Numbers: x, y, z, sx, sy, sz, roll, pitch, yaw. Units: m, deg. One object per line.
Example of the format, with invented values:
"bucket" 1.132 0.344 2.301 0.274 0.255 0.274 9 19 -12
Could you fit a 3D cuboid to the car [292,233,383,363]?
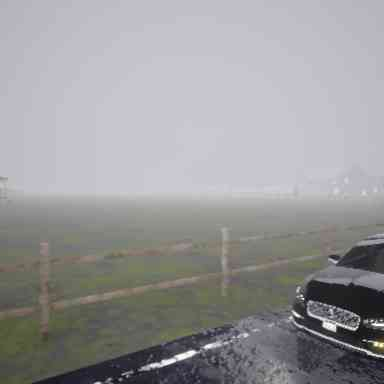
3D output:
"car" 3.777 1.508 5.763 4.892 1.490 1.837 0 0 -35
